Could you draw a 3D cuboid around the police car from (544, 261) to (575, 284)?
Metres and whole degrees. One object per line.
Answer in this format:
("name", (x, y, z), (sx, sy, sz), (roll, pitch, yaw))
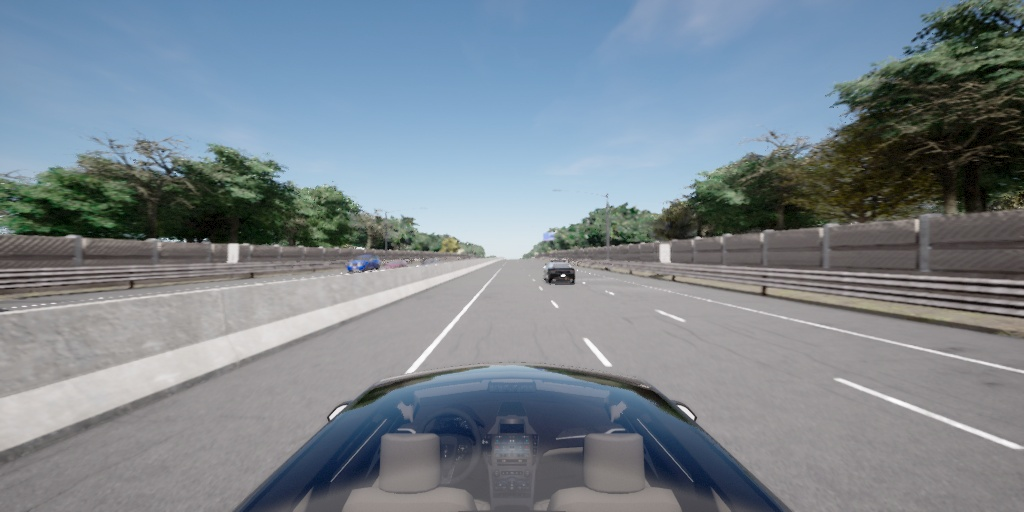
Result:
("police car", (3.511, 1.160, 27.192), (1.930, 1.638, 5.238), (0, 0, 0))

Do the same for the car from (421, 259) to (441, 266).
("car", (-10.528, 1.204, 46.884), (1.837, 1.490, 4.892), (0, 0, 1))

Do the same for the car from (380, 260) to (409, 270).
("car", (-14.035, 1.233, 43.851), (1.812, 1.442, 4.674), (0, 0, 1))

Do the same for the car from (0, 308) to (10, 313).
("car", (-10.595, 1.293, 4.587), (2.033, 1.411, 5.357), (0, 0, 0))

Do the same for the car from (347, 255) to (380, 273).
("car", (-17.544, 0.926, 42.748), (2.150, 2.045, 5.566), (0, 0, 1))
